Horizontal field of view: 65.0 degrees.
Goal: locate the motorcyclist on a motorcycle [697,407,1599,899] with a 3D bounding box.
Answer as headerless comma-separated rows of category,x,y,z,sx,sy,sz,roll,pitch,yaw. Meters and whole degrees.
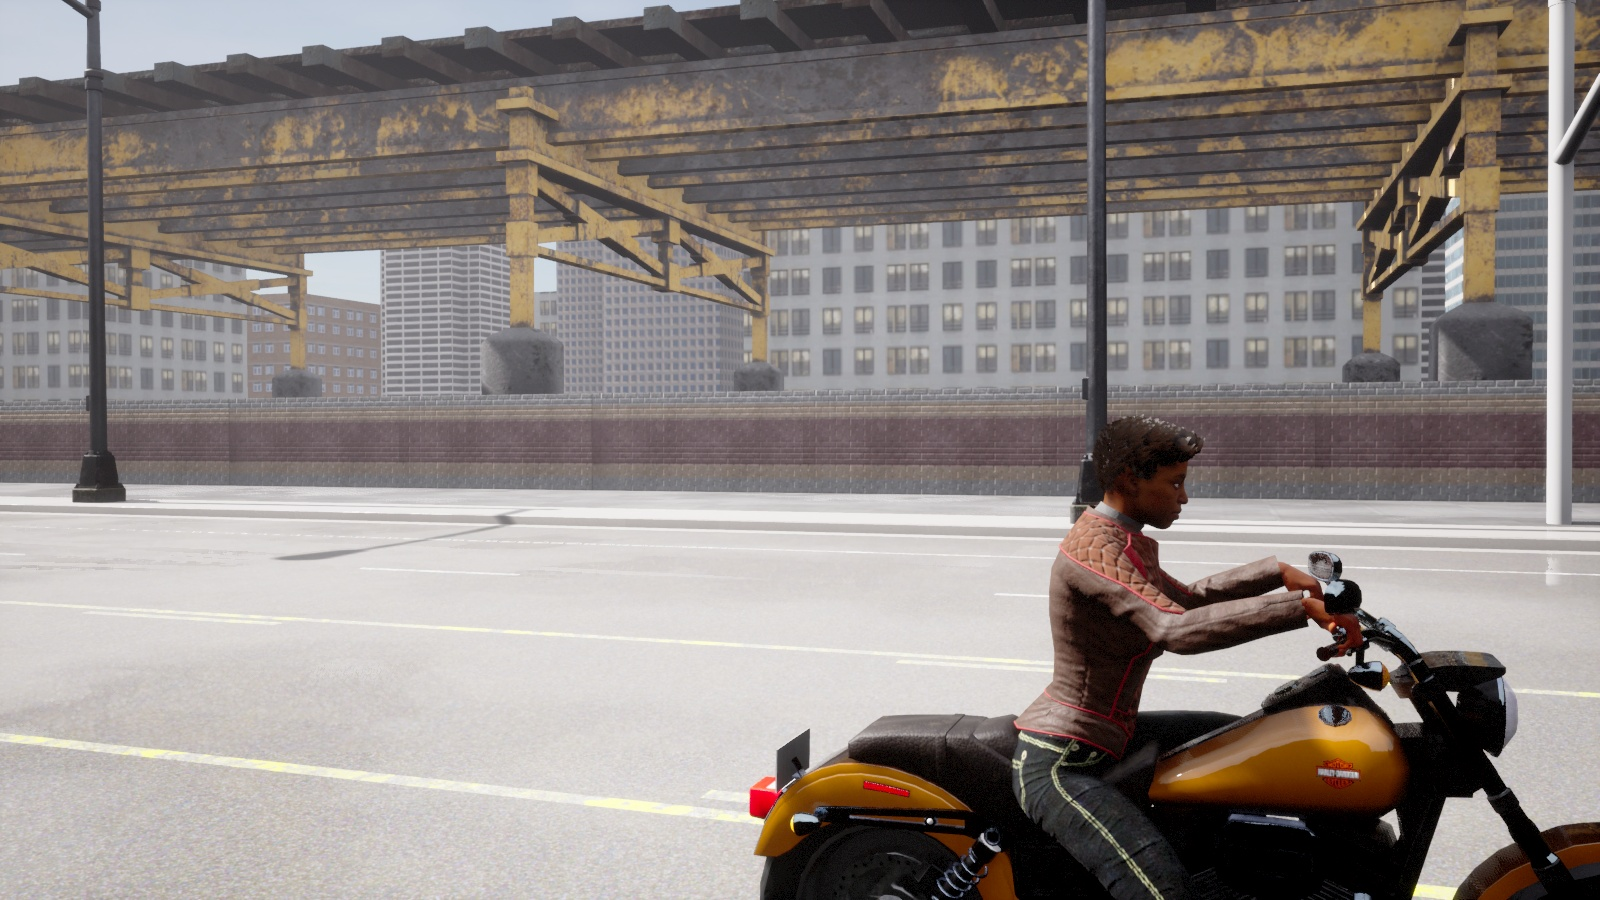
motorcyclist on a motorcycle,0.997,0.734,2.890,2.350,1.649,0.766,1,1,20
